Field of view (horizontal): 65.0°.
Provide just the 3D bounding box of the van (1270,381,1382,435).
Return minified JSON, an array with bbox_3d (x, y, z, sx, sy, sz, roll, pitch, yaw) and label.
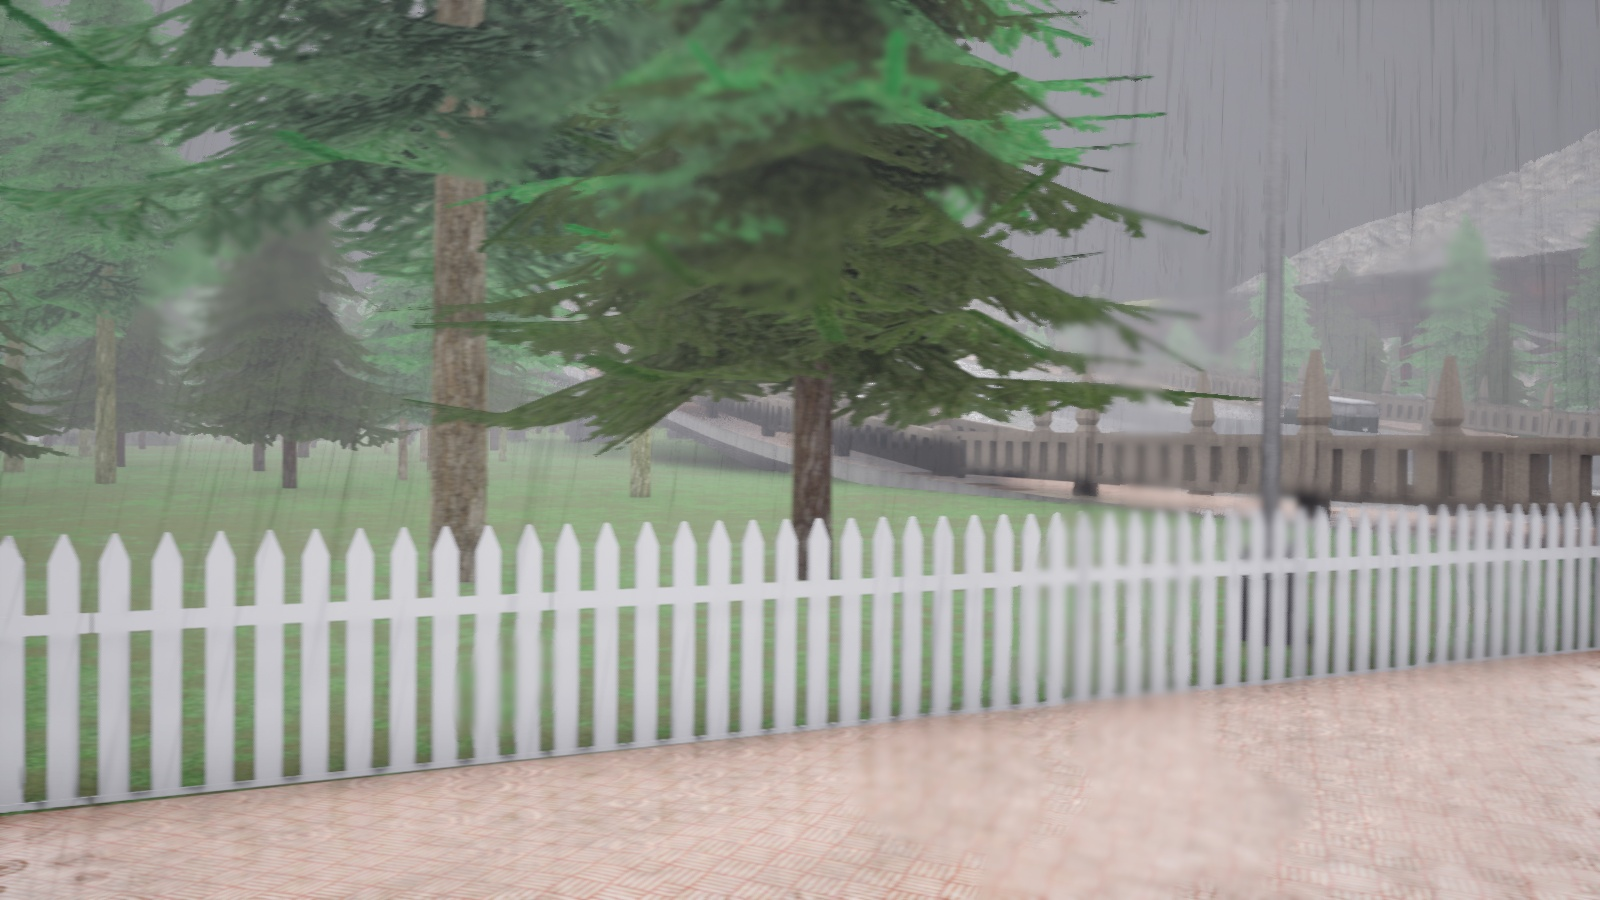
[{"bbox_3d":[23.000,-1.880,55.070,1.775,1.987,4.442,-1,7,-22],"label":"van"}]
